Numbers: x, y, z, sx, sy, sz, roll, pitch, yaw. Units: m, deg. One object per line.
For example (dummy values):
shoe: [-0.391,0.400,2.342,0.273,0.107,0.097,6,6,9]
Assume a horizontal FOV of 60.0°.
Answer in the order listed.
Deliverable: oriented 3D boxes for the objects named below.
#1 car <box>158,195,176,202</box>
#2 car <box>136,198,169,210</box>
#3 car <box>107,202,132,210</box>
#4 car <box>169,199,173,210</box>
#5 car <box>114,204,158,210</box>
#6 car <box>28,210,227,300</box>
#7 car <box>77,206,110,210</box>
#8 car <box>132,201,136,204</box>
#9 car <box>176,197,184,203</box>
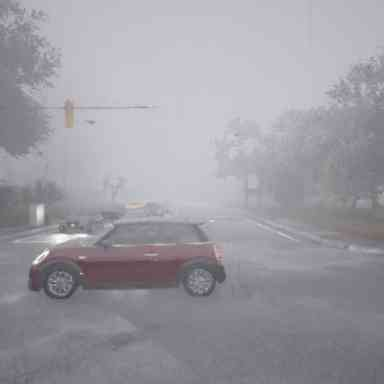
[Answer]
car: [-6.912,1.926,91.789,2.150,2.045,5.566,0,0,-18]
car: [-3.610,1.708,30.967,2.097,1.767,4.553,0,-1,0]
car: [-7.106,1.830,30.547,1.882,1.535,5.008,0,-1,0]
car: [-3.696,1.972,41.320,1.812,1.442,4.674,0,0,-1]
car: [-3.594,1.785,21.986,1.812,1.442,4.674,0,-1,0]
car: [-1.491,1.450,8.233,4.553,1.767,2.097,0,-1,-3]
car: [-7.095,1.821,21.803,1.994,1.385,4.181,0,-1,0]
car: [-7.212,1.928,41.956,1.882,1.535,5.008,0,0,-1]
car: [-3.855,2.069,93.729,2.097,1.767,4.553,0,0,-18]
